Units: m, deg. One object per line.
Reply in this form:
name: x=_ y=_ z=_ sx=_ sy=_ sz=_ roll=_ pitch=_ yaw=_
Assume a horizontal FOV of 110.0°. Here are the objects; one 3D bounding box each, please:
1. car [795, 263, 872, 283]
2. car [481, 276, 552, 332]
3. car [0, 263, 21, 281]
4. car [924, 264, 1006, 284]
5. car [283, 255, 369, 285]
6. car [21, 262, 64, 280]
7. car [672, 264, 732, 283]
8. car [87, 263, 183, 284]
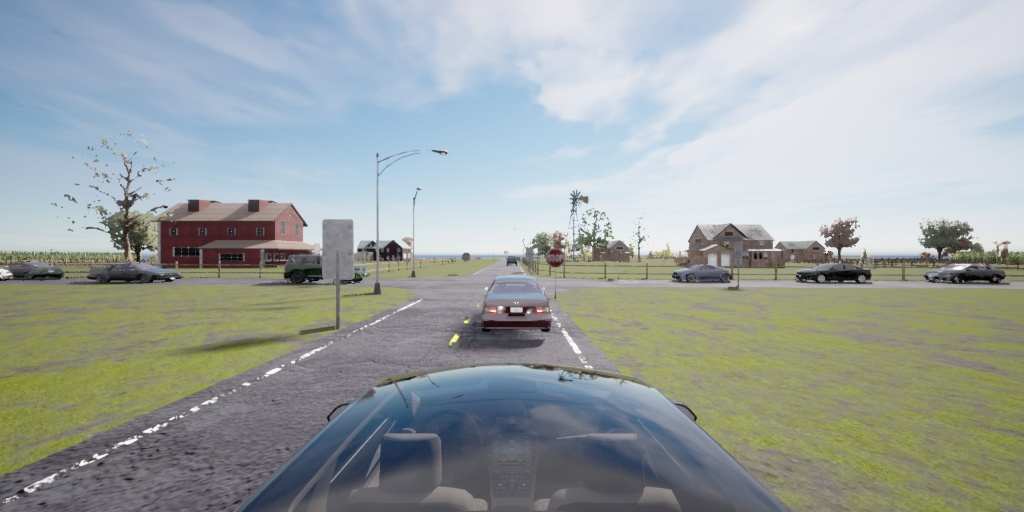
car: x=25.236 y=1.313 z=28.263 sx=5.008 sy=1.535 sz=1.882 roll=0 pitch=0 yaw=1
car: x=0.100 y=1.296 z=10.823 sx=2.033 sy=1.411 sz=5.357 roll=0 pitch=0 yaw=0
car: x=-39.162 y=1.166 z=25.829 sx=4.674 sy=1.442 sz=1.812 roll=0 pitch=0 yaw=0
car: x=35.466 y=1.371 z=28.172 sx=4.902 sy=1.511 sz=2.128 roll=0 pitch=0 yaw=1
car: x=-13.205 y=0.930 z=25.609 sx=5.566 sy=2.045 sz=2.150 roll=0 pitch=0 yaw=0
car: x=-38.948 y=1.198 z=28.760 sx=4.181 sy=1.385 sz=1.994 roll=0 pitch=0 yaw=0
car: x=14.941 y=1.359 z=28.339 sx=4.181 sy=1.385 sz=1.994 roll=0 pitch=0 yaw=1
car: x=-26.983 y=1.218 z=25.717 sx=5.357 sy=1.411 sz=2.033 roll=0 pitch=0 yaw=0
